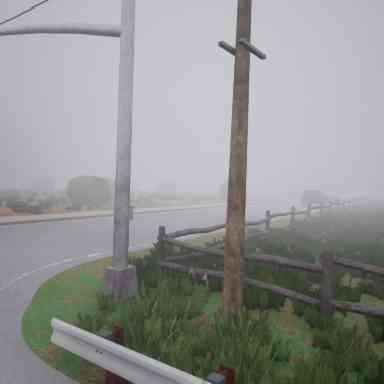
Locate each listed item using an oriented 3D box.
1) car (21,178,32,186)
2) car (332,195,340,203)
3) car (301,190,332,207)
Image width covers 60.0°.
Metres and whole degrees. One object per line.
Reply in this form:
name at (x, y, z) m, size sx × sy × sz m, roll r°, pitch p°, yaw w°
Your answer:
car at (-39.128, -2.293, 79.215) m, size 1.905 × 1.878 × 3.866 m, roll 8°, pitch 2°, yaw -13°
car at (21.209, 1.138, 50.697) m, size 1.994 × 1.385 × 4.181 m, roll 3°, pitch 2°, yaw 33°
car at (15.455, 0.816, 41.801) m, size 2.150 × 2.045 × 5.566 m, roll 3°, pitch 2°, yaw 34°
